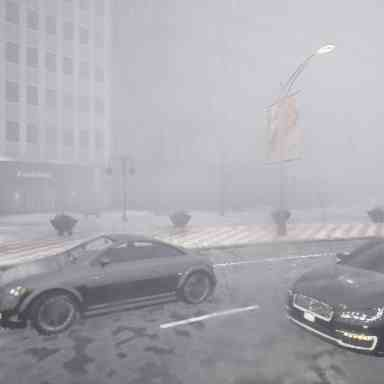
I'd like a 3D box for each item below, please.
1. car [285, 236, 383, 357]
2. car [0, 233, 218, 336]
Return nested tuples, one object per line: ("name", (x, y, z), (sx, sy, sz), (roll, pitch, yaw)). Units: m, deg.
("car", (3.864, 1.505, 5.672), (4.892, 1.490, 1.837), (0, -1, -24))
("car", (-1.567, 1.564, 6.652), (4.181, 1.385, 1.994), (0, 0, -30))
